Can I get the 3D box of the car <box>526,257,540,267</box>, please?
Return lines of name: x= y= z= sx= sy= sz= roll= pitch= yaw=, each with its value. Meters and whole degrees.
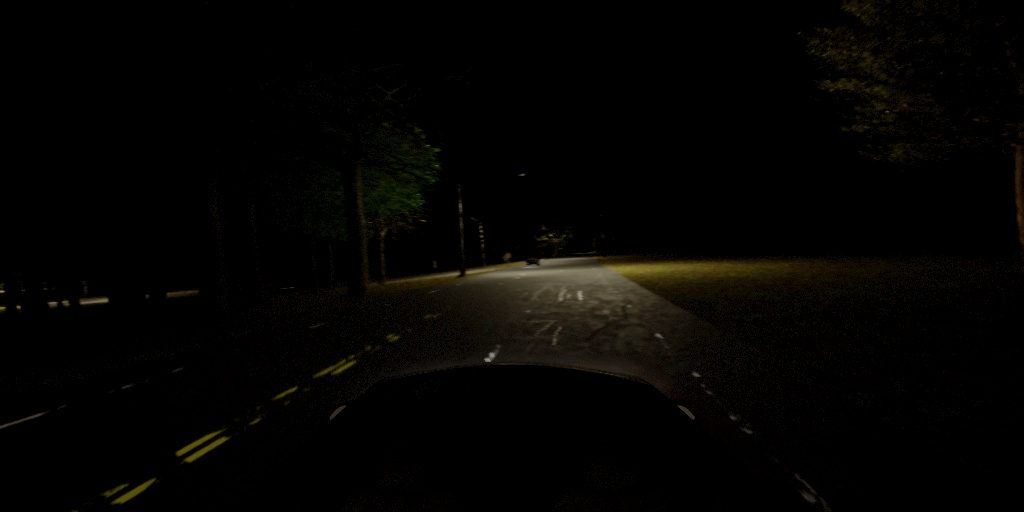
car: x=3.382 y=0.892 z=57.295 sx=2.033 sy=1.411 sz=5.357 roll=-3 pitch=-1 yaw=10
